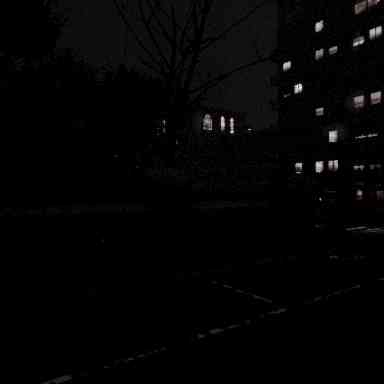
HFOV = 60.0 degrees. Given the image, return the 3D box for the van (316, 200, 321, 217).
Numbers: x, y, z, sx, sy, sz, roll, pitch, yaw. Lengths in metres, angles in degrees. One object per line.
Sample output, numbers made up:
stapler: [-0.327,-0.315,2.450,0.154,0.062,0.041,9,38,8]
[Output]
van: [10.526,1.646,32.576,1.690,1.788,3.998,-1,0,-36]
